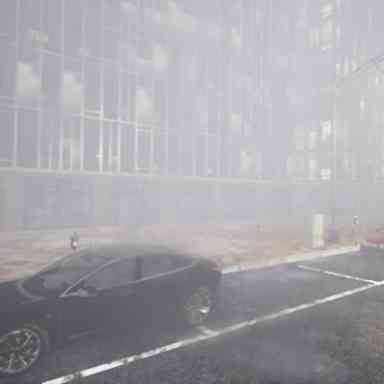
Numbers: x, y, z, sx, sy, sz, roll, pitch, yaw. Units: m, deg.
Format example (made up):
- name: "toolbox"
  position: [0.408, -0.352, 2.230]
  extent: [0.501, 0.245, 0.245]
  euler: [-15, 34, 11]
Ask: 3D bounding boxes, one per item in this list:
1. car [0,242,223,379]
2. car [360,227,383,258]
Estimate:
- name: "car"
  position: [-1.408, 1.588, 5.552]
  extent: [4.313, 1.339, 1.947]
  euler: [1, 0, -36]
- name: "car"
  position: [7.854, 1.728, 12.167]
  extent: [4.206, 1.307, 1.802]
  euler: [1, 0, -36]
